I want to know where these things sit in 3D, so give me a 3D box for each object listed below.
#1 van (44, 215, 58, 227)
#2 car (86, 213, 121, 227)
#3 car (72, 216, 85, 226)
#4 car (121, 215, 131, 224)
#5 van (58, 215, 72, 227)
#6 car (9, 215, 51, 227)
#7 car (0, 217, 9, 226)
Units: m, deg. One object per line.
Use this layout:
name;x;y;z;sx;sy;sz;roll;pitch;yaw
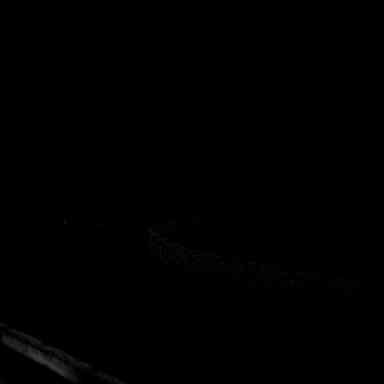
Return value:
van;-25.554;4.821;55.946;4.442;1.987;1.878;0;-6;6
car;-16.643;5.628;62.807;2.150;2.045;5.566;-1;-6;26
car;-23.084;5.615;61.368;4.892;1.521;2.231;0;-5;5
car;-19.197;7.977;91.251;2.163;1.488;4.792;1;1;10
van;-24.263;5.106;58.671;4.442;1.987;1.878;0;-6;5
car;-23.464;4.501;48.379;1.895;1.301;4.718;-1;-6;25
car;-29.539;4.231;47.758;4.674;1.452;2.002;0;-5;5
